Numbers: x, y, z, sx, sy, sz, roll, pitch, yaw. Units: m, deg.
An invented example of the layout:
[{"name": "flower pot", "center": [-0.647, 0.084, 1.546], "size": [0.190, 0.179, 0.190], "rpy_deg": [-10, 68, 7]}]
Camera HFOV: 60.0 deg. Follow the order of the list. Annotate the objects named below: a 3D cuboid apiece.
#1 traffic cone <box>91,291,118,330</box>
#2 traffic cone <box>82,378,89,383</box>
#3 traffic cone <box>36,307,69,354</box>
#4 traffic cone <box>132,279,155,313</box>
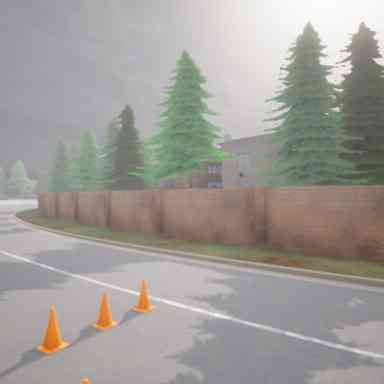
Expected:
[{"name": "traffic cone", "center": [-1.520, 2.020, 5.779], "size": [0.340, 0.580, 0.340], "rpy_deg": [-1, -1, 34]}, {"name": "traffic cone", "center": [-0.964, 1.990, 3.006], "size": [0.340, 0.580, 0.340], "rpy_deg": [-1, -1, 34]}, {"name": "traffic cone", "center": [-2.074, 2.013, 4.947], "size": [0.340, 0.580, 0.340], "rpy_deg": [-1, -1, 34]}, {"name": "traffic cone", "center": [-0.966, 2.027, 6.611], "size": [0.340, 0.580, 0.340], "rpy_deg": [-1, -1, 34]}]
